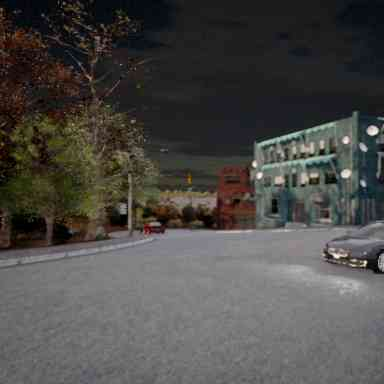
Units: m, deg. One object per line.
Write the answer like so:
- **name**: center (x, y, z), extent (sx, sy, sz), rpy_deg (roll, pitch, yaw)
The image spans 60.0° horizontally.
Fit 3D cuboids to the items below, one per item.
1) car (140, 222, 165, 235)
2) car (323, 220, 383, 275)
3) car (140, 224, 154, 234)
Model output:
- **car**: center (-4.468, 4.222, 39.060), extent (1.882, 1.535, 5.008), rpy_deg (0, -6, -16)
- **car**: center (6.742, 1.751, 11.406), extent (4.892, 1.490, 1.837), rpy_deg (-1, -1, -24)
- **car**: center (-6.601, 5.407, 48.927), extent (1.895, 1.301, 4.718), rpy_deg (-1, -6, -7)
